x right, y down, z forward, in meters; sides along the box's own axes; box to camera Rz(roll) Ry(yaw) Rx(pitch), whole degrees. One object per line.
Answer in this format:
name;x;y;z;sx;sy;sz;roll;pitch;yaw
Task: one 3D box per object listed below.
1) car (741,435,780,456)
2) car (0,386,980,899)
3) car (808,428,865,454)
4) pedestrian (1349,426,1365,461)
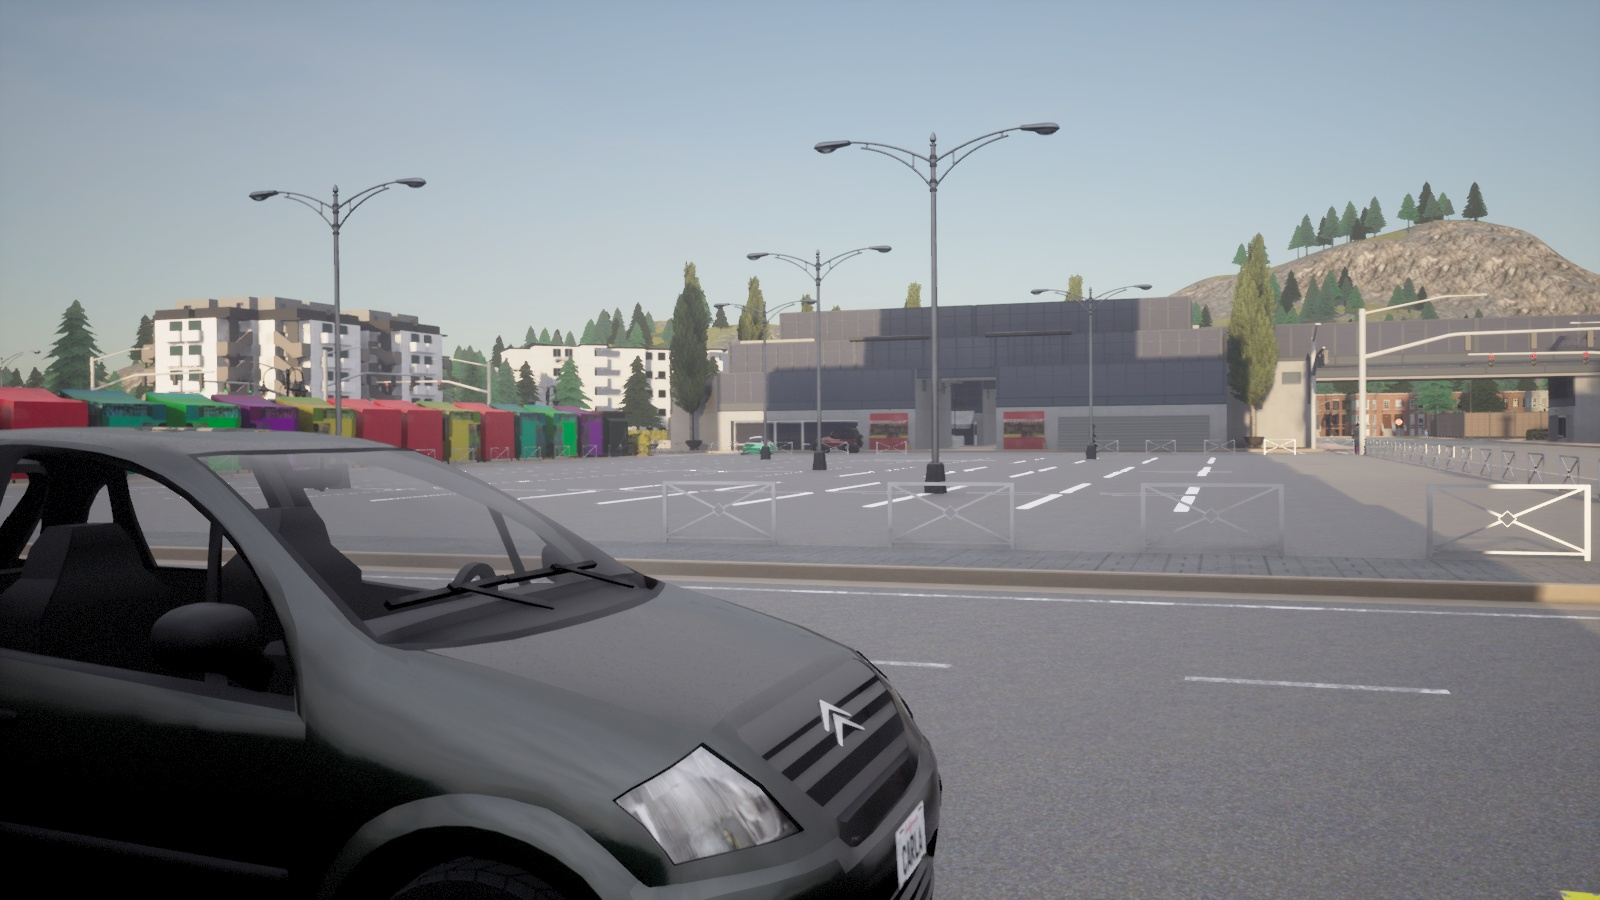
car;-2.637;-0.283;84.691;2.207;1.376;1.481;0;1;20
car;-1.615;0.675;3.734;3.988;1.617;1.851;0;1;19
car;2.743;-0.679;93.886;3.866;1.878;1.905;0;1;20
pedestrian;30.961;-0.355;69.797;0.659;1.952;0.873;0;1;12
